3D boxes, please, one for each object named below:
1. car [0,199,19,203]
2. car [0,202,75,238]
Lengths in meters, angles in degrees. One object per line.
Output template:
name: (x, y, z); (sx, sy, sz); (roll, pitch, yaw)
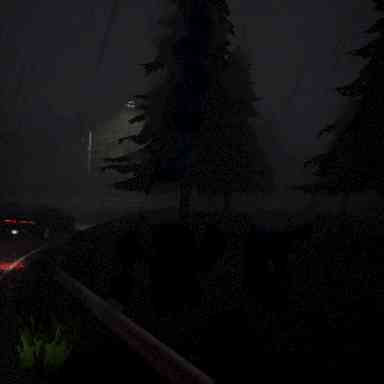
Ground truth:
car: (-10.649, 1.151, 17.883); (1.837, 1.490, 4.892); (4, 1, 4)
car: (-7.394, 1.408, 16.484); (1.837, 1.490, 4.892); (4, 1, 2)
